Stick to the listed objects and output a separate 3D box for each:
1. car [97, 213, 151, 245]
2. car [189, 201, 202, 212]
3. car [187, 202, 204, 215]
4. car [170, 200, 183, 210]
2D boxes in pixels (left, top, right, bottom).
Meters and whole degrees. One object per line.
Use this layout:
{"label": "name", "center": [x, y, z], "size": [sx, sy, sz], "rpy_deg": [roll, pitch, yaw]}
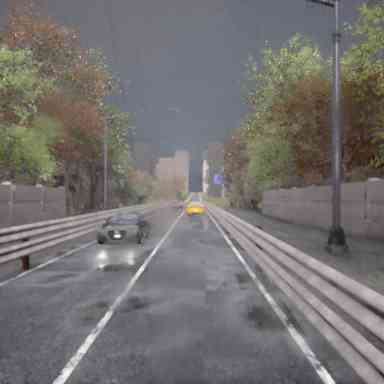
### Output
{"label": "car", "center": [-3.180, 1.715, 16.225], "size": [1.994, 1.385, 4.181], "rpy_deg": [0, -1, 1]}
{"label": "car", "center": [0.550, 2.166, 49.742], "size": [1.812, 1.442, 4.674], "rpy_deg": [0, -1, 1]}
{"label": "car", "center": [0.430, 1.922, 39.262], "size": [1.882, 1.535, 5.008], "rpy_deg": [0, -1, 1]}
{"label": "car", "center": [-2.641, 2.193, 58.947], "size": [2.097, 1.767, 4.553], "rpy_deg": [0, -1, 1]}
